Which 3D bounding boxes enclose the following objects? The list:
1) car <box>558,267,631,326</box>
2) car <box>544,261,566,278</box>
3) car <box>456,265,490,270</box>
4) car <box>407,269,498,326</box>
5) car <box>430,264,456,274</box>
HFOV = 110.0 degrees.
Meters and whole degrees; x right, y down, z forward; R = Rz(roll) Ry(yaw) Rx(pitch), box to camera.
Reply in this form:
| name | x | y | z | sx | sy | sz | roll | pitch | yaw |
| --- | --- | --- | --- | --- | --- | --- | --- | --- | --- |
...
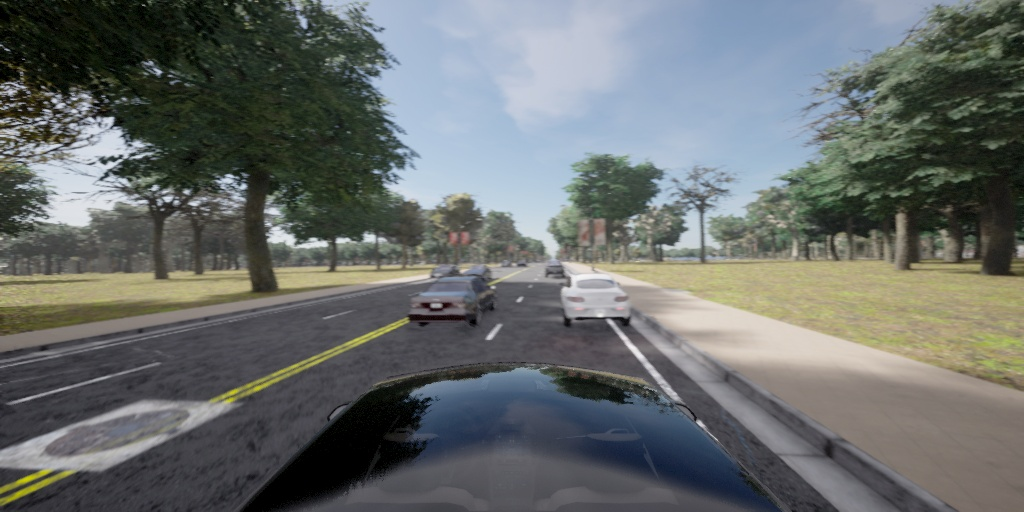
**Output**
| name | x | y | z | sx | sy | sz | roll | pitch | yaw |
| --- | --- | --- | --- | --- | --- | --- | --- | --- | --- |
| car | 2.492 | 1.245 | 11.360 | 1.812 | 1.442 | 4.674 | -2 | 0 | 7 |
| car | 4.173 | 1.258 | 34.850 | 2.128 | 1.511 | 4.902 | -2 | 0 | 7 |
| car | -2.927 | 1.485 | 31.395 | 2.033 | 1.411 | 5.357 | -2 | 0 | 7 |
| car | -1.734 | 1.381 | 12.116 | 2.033 | 1.411 | 5.357 | -2 | 0 | 7 |
| car | -6.032 | 1.517 | 32.754 | 2.128 | 1.511 | 4.902 | -2 | 0 | 7 |
